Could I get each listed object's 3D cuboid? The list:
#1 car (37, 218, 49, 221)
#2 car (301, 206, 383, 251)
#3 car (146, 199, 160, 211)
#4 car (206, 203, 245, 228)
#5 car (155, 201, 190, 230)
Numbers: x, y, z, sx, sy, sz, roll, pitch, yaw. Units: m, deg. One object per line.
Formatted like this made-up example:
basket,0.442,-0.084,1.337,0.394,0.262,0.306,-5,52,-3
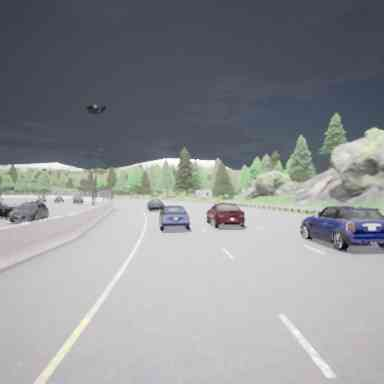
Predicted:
car,-12.590,1.562,26.029,1.837,1.490,4.892,0,0,-8
car,6.440,1.356,14.287,2.097,1.767,4.553,0,0,-4
car,-4.663,1.624,42.284,1.994,1.385,4.181,0,0,-12
car,2.166,1.500,22.522,1.882,1.535,5.008,0,0,-6
car,-1.197,1.576,21.436,2.033,1.411,5.357,0,0,-6
